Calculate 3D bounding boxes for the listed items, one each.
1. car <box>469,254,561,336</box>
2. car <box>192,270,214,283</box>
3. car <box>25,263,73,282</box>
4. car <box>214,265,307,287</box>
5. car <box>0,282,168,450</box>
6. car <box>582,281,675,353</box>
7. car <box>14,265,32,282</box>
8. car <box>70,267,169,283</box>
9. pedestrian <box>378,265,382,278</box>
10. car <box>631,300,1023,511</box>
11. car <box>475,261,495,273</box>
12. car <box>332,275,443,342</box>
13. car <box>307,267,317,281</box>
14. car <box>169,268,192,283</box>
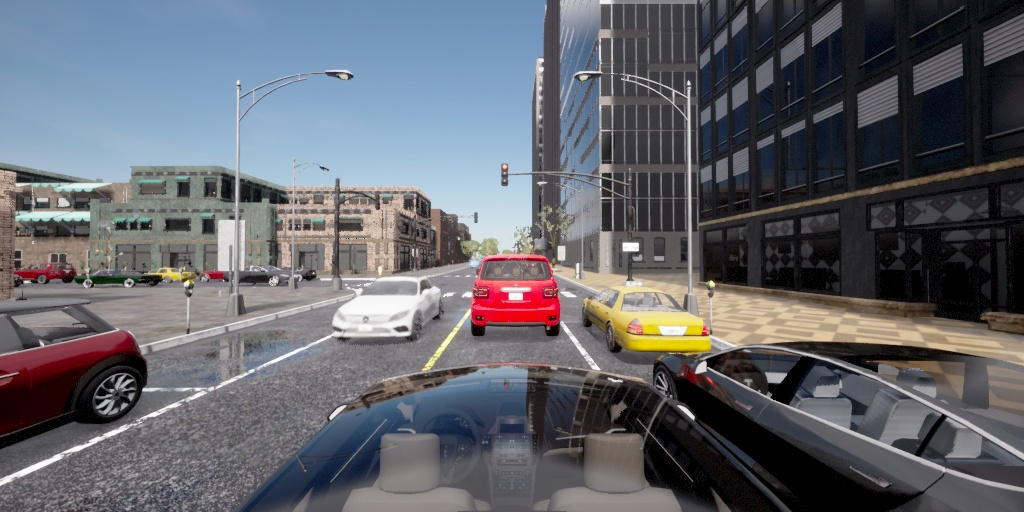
[{"bbox_3d":[0.080,0.975,10.497,2.150,2.045,5.566,0,0,0],"label":"car"},{"bbox_3d":[-25.030,1.489,31.530,4.097,1.591,1.967,0,0,1],"label":"car"},{"bbox_3d":[-41.673,1.523,31.703,5.009,1.841,2.192,0,0,1],"label":"car"},{"bbox_3d":[-17.892,1.381,25.690,4.902,1.511,2.128,-1,-1,2],"label":"car"},{"bbox_3d":[-5.693,1.190,2.843,1.967,1.591,4.097,0,0,0],"label":"car"},{"bbox_3d":[2.812,1.277,8.622,1.751,1.417,4.829,0,0,0],"label":"car"},{"bbox_3d":[-38.509,1.591,25.901,4.892,1.490,1.837,-1,-1,1],"label":"car"},{"bbox_3d":[-28.096,1.588,25.779,4.718,1.301,1.895,-1,-1,1],"label":"car"},{"bbox_3d":[-12.621,1.399,34.354,0.375,1.300,0.375,0,0,1],"label":"pedestrian"},{"bbox_3d":[2.655,1.316,2.809,1.948,1.339,4.313,0,0,0],"label":"car"},{"bbox_3d":[-3.199,1.313,44.003,2.033,1.411,5.357,0,0,0],"label":"car"},{"bbox_3d":[-3.120,1.278,9.949,1.812,1.442,4.674,0,0,0],"label":"car"},{"bbox_3d":[-19.482,1.562,31.472,4.313,1.339,1.948,0,0,1],"label":"car"},{"bbox_3d":[-30.748,1.628,31.589,4.829,1.417,1.751,0,0,1],"label":"car"}]
